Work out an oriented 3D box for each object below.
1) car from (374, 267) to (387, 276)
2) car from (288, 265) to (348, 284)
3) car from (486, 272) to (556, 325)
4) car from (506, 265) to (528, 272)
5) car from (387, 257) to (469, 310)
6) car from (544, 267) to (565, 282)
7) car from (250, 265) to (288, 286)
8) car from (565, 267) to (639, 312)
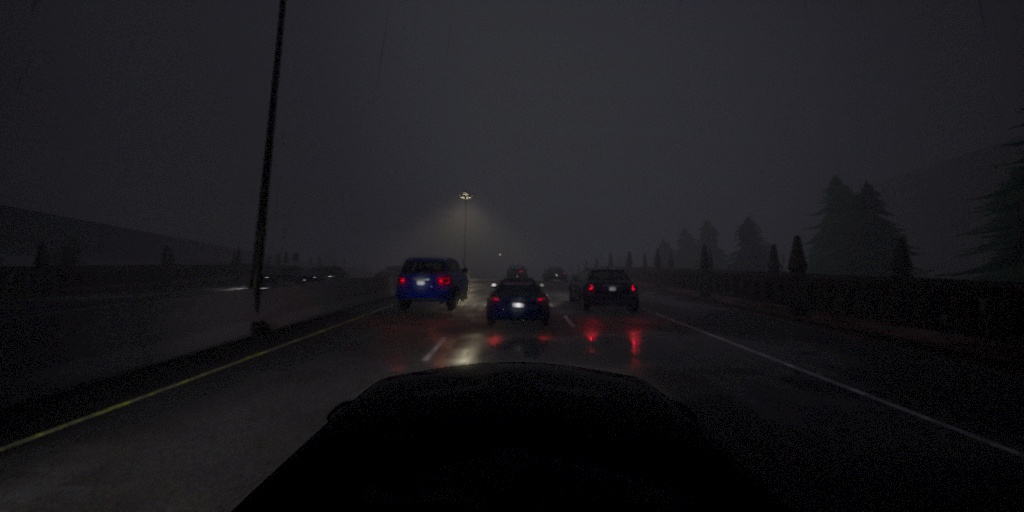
[{"bbox_3d":[-10.237,1.543,31.395,2.033,1.411,5.357,0,-1,1],"label":"car"},{"bbox_3d":[-13.816,1.417,26.332,1.837,1.490,4.892,0,-1,1],"label":"car"},{"bbox_3d":[0.210,1.424,12.424,1.994,1.385,4.181,0,-1,1],"label":"car"},{"bbox_3d":[0.448,1.587,33.048,2.128,1.511,4.902,0,-1,1],"label":"car"},{"bbox_3d":[-3.252,1.092,15.597,2.150,2.045,5.566,0,-1,1],"label":"car"},{"bbox_3d":[3.952,1.689,33.417,1.994,1.385,4.181,0,-1,1],"label":"car"},{"bbox_3d":[-17.308,1.402,26.939,1.837,1.490,4.892,0,-1,1],"label":"car"},{"bbox_3d":[3.745,1.264,15.385,2.097,1.767,4.553,0,-1,1],"label":"car"}]
